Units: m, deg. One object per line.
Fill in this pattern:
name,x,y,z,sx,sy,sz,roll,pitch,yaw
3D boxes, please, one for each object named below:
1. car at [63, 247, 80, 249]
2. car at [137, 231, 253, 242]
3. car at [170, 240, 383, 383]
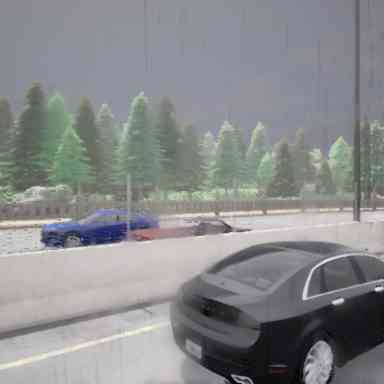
car,-3.721,1.514,14.203,5.008,1.535,1.882,1,0,-35
car,0.022,1.642,12.563,4.718,1.301,1.895,0,0,-35
car,1.988,1.527,5.180,4.892,1.490,1.837,0,0,-36
